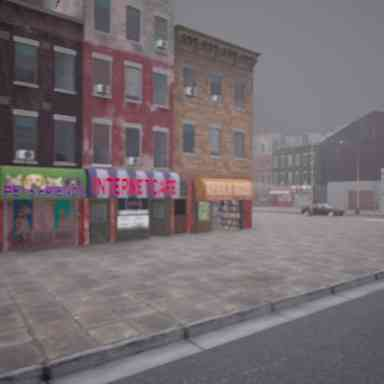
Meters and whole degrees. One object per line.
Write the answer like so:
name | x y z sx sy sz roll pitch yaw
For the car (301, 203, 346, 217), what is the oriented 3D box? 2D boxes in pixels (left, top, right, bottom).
car | 13.430 1.803 34.152 1.887 1.381 4.507 -1 -1 -36
